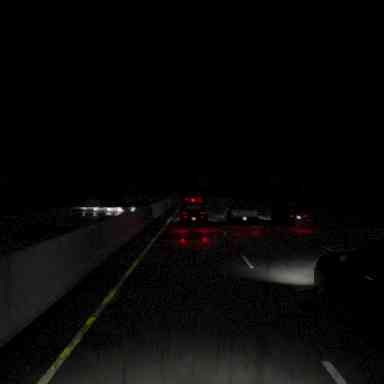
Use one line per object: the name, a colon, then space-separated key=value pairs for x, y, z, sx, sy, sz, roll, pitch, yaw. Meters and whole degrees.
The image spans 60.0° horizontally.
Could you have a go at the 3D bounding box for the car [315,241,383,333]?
car: x=3.606 y=1.508 z=5.415 sx=1.812 sy=1.442 sz=4.674 roll=0 pitch=0 yaw=0

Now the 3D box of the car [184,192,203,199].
car: x=0.141 y=1.087 z=40.857 sx=2.150 sy=2.045 sz=5.566 roll=0 pitch=-1 yaw=1

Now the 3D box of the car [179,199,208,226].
car: x=0.103 y=1.452 z=22.804 sx=1.812 sy=1.442 sz=4.674 roll=0 pitch=0 yaw=0

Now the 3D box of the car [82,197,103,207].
car: x=-14.047 y=1.378 z=47.281 sx=1.812 sy=1.442 sz=4.674 roll=0 pitch=0 yaw=0

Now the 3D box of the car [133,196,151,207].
car: x=-7.049 y=1.330 z=47.131 sx=1.882 sy=1.535 sz=5.008 roll=0 pitch=0 yaw=0

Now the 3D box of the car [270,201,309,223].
car: x=7.118 y=1.426 z=24.559 sx=1.837 sy=1.490 sz=4.892 roll=0 pitch=0 yaw=0

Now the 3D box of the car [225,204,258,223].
car: x=3.619 y=1.520 z=24.987 sx=1.895 sy=1.301 sz=4.718 roll=0 pitch=0 yaw=0

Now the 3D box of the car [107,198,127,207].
car: x=-10.550 y=1.454 z=46.949 sx=1.895 sy=1.301 sz=4.718 roll=0 pitch=0 yaw=0
